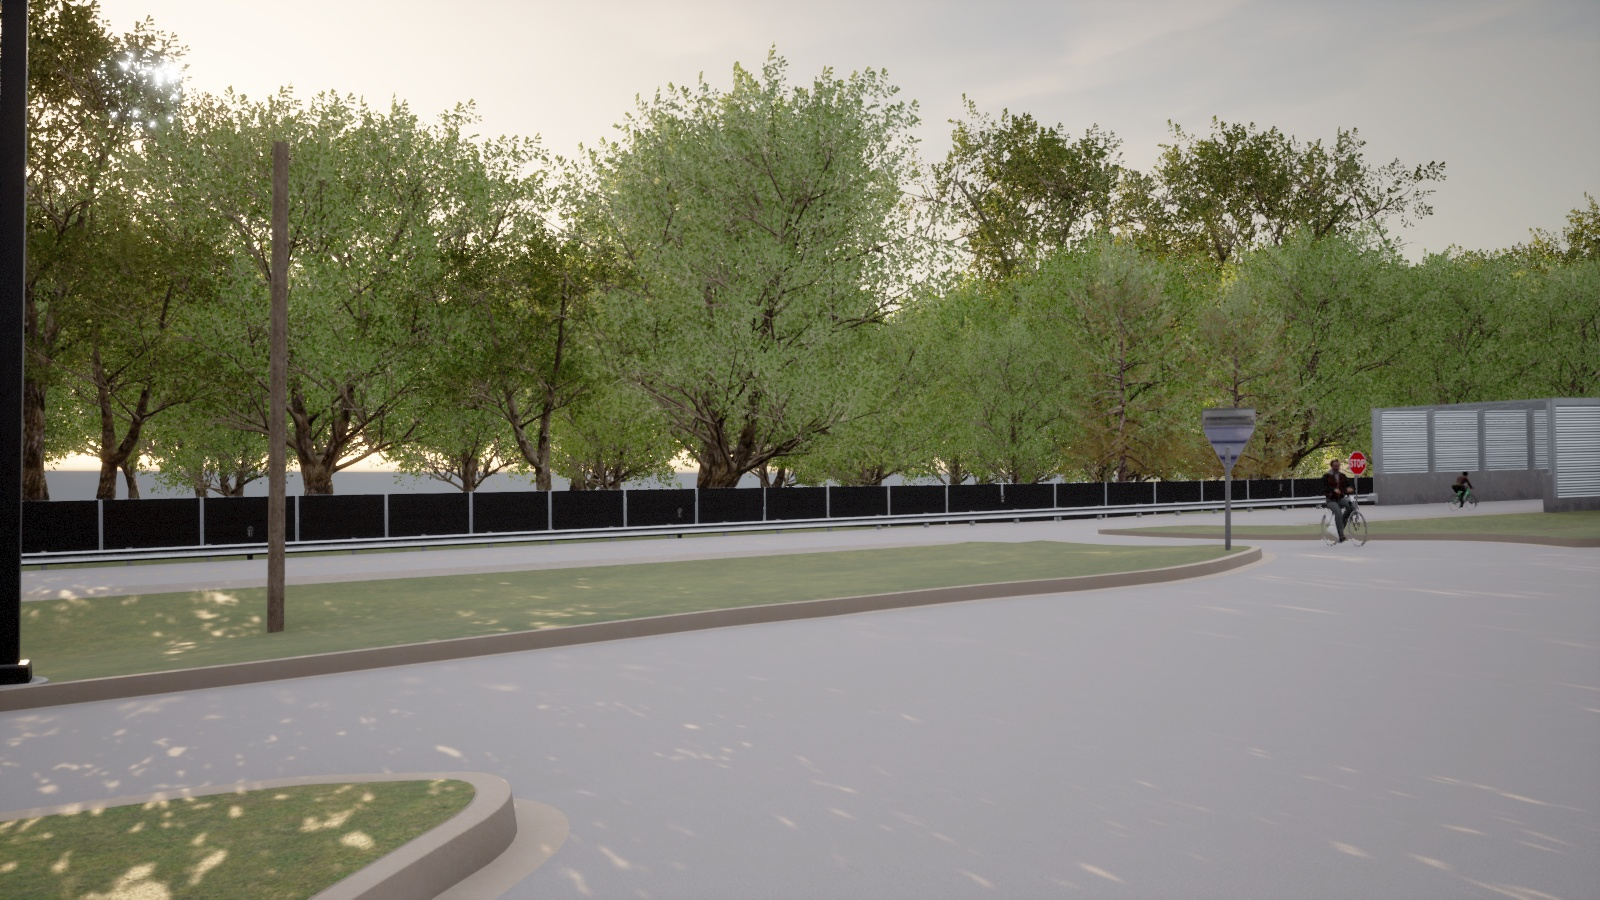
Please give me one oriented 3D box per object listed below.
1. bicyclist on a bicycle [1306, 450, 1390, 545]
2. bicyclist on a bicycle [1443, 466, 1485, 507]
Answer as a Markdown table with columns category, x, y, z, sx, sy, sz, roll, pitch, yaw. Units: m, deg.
| category | x | y | z | sx | sy | sz | roll | pitch | yaw |
| --- | --- | --- | --- | --- | --- | --- | --- | --- | --- |
| bicyclist on a bicycle | 10.794 | 0.964 | 24.817 | 0.659 | 1.776 | 1.843 | -2 | -4 | -3 |
| bicyclist on a bicycle | 27.238 | 1.492 | 51.532 | 1.656 | 1.620 | 0.582 | -1 | 0 | -24 |
